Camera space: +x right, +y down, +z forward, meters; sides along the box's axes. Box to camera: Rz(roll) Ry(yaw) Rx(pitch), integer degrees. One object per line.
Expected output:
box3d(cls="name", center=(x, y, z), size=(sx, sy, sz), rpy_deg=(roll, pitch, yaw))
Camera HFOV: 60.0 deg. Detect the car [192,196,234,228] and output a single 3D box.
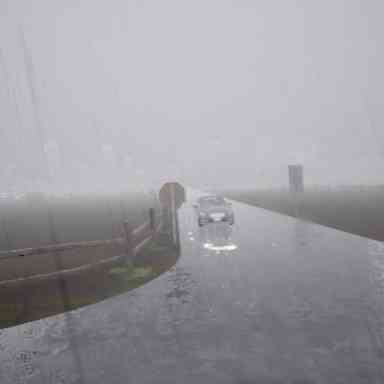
box3d(cls="car", center=(1.056, 0.979, 18.311), size=(2.128, 1.511, 4.902), rpy_deg=(-3, 2, -3))
